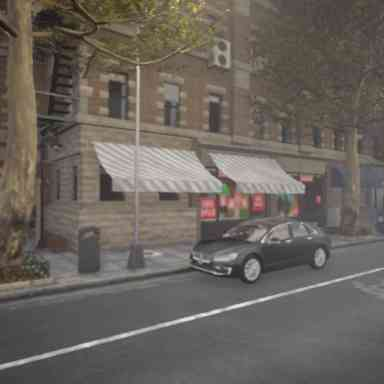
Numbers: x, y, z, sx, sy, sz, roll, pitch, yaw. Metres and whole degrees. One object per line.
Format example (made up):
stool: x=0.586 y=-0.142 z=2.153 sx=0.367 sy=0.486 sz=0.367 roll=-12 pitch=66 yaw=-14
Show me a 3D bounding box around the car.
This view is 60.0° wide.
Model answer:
car: x=2.196 y=1.550 z=9.904 sx=4.892 sy=1.521 sz=2.231 roll=1 pitch=0 yaw=-36
